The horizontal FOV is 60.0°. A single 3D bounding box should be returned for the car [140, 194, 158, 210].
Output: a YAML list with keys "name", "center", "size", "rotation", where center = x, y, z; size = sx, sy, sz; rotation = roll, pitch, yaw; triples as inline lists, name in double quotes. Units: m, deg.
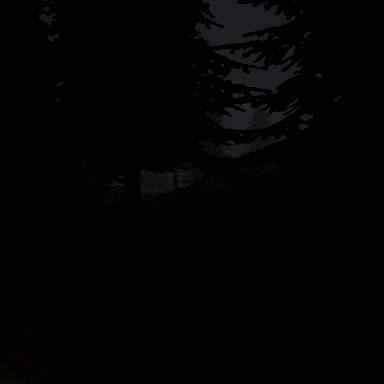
- name: "car"
  center: [-6.466, 1.206, 39.262]
  size: [2.150, 2.045, 5.566]
  rotation: [0, 0, 37]
